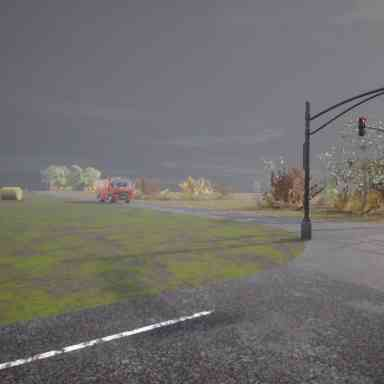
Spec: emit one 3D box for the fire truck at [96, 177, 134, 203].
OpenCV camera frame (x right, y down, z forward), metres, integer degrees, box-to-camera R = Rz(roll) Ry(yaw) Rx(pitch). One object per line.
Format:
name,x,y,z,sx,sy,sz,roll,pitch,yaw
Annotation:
fire truck,-11.765,-0.354,50.031,2.891,3.827,8.468,1,0,-32
